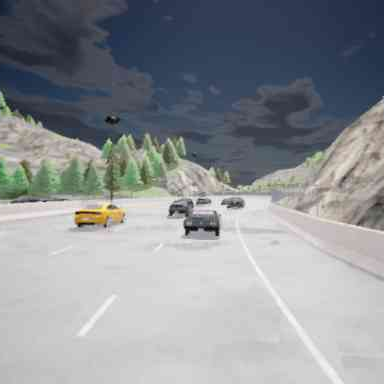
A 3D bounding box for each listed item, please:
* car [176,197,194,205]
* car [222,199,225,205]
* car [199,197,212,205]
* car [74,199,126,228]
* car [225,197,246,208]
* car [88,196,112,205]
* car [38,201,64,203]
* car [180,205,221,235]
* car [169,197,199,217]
[{"bbox_3d":[-1.212,1.635,60.151,1.994,1.385,4.181,1,0,18],"label":"car"},{"bbox_3d":[6.926,1.739,62.759,1.994,1.385,4.181,1,0,18],"label":"car"},{"bbox_3d":[2.187,1.604,59.393,2.128,1.511,4.902,1,0,18],"label":"car"},{"bbox_3d":[-5.855,1.436,21.766,1.882,1.535,5.008,0,0,7],"label":"car"},{"bbox_3d":[6.829,1.509,50.290,2.097,1.767,4.553,1,0,16],"label":"car"},{"bbox_3d":[-16.232,1.417,58.771,1.812,1.442,4.674,1,0,16],"label":"car"},{"bbox_3d":[-21.551,1.410,52.601,1.895,1.301,4.718,1,0,14],"label":"car"},{"bbox_3d":[0.721,1.637,19.053,1.895,1.301,4.718,1,0,6],"label":"car"},{"bbox_3d":[-0.915,1.539,31.914,1.837,1.490,4.892,0,0,10],"label":"car"}]
